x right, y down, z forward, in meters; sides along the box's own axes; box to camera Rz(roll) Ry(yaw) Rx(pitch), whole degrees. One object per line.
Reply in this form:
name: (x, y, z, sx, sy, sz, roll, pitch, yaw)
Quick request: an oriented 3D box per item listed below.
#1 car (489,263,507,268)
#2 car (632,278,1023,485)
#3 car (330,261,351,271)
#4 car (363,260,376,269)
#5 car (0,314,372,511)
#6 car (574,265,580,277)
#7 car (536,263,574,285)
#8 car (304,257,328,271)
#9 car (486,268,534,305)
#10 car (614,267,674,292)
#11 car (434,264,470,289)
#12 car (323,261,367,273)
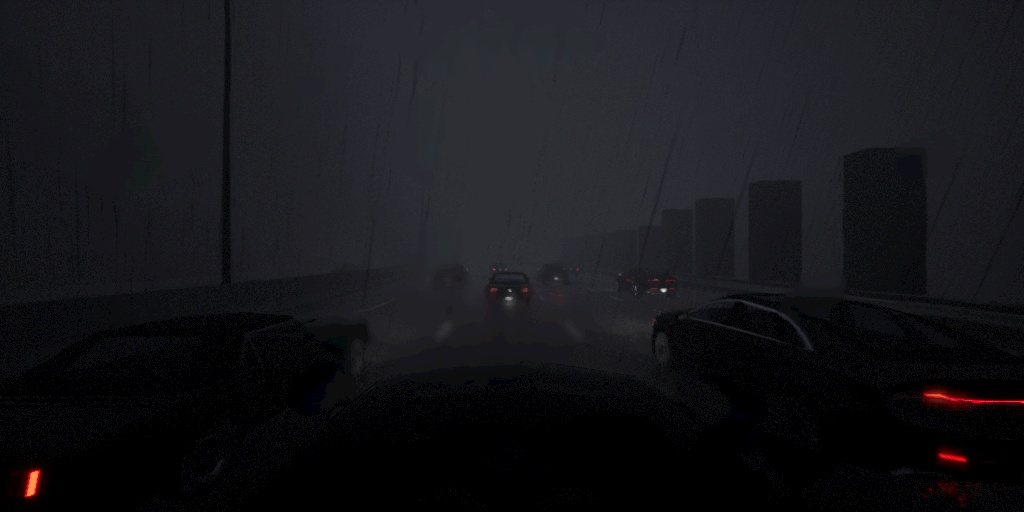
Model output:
car: (-1.449, 1.398, 37.701, 2.033, 1.411, 5.357, 0, 0, -6)
car: (3.560, 1.250, 4.825, 2.128, 1.511, 4.902, 0, 0, 0)
car: (-25.463, 1.425, 53.490, 1.812, 1.442, 4.674, 0, 0, -12)
car: (-22.240, 1.397, 55.189, 2.128, 1.511, 4.902, 0, 0, -13)
car: (-3.430, 1.359, 4.365, 1.895, 1.301, 4.718, 0, 0, 0)
car: (5.600, 1.397, 37.634, 2.033, 1.411, 5.357, 0, 0, -6)
car: (2.978, 1.324, 26.664, 1.837, 1.490, 4.892, 0, 0, -3)
car: (-29.057, 1.112, 53.607, 2.150, 2.045, 5.566, 0, 0, -13)
car: (-0.128, 1.392, 16.242, 1.895, 1.301, 4.718, 0, 0, -1)
car: (6.815, 1.301, 18.666, 1.837, 1.490, 4.892, 0, 0, -1)
car: (-3.871, 1.289, 23.590, 1.882, 1.535, 5.008, 0, 0, -3)
car: (-15.273, 1.404, 33.107, 1.994, 1.385, 4.181, 0, 0, -6)
